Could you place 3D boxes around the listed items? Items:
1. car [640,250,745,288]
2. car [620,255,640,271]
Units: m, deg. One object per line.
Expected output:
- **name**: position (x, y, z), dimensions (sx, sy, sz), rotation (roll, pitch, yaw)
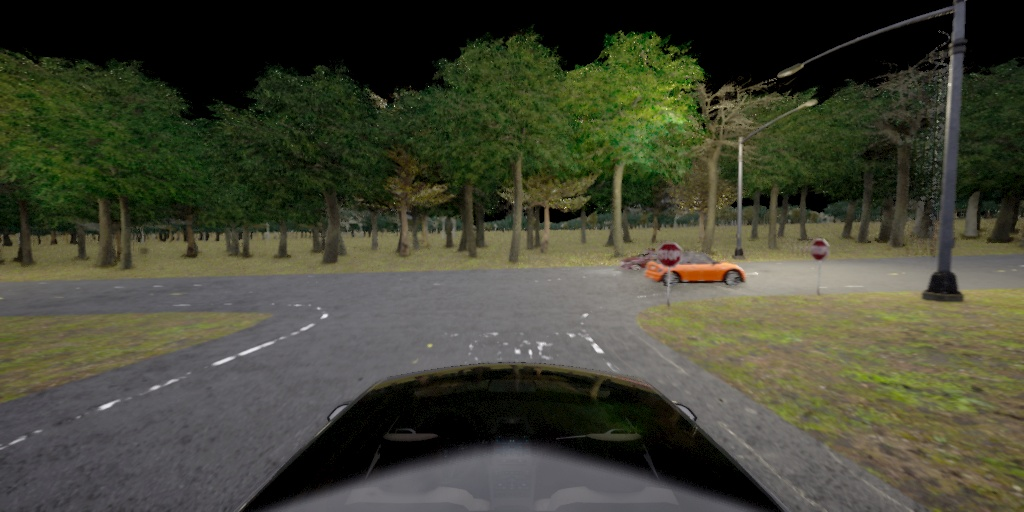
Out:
- **car**: position (9.351, 0.581, 18.436), dimensions (4.553, 1.767, 2.097), rotation (-1, 4, 0)
- **car**: position (10.048, 0.299, 25.438), dimensions (4.674, 1.442, 1.812), rotation (-2, 4, 0)
